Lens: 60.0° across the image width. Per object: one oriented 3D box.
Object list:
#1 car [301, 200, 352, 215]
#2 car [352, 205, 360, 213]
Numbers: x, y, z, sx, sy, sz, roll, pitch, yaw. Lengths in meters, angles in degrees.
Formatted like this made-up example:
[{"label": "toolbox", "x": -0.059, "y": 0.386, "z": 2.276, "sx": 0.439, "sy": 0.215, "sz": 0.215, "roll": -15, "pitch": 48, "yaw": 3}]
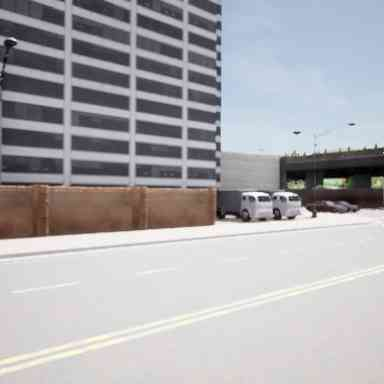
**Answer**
[{"label": "car", "x": 15.504, "y": 1.743, "z": 38.504, "sx": 1.812, "sy": 1.442, "sz": 4.674, "roll": 1, "pitch": 0, "yaw": -36}, {"label": "car", "x": 18.232, "y": 1.809, "z": 40.706, "sx": 1.994, "sy": 1.385, "sz": 4.181, "roll": 1, "pitch": 0, "yaw": -36}]
